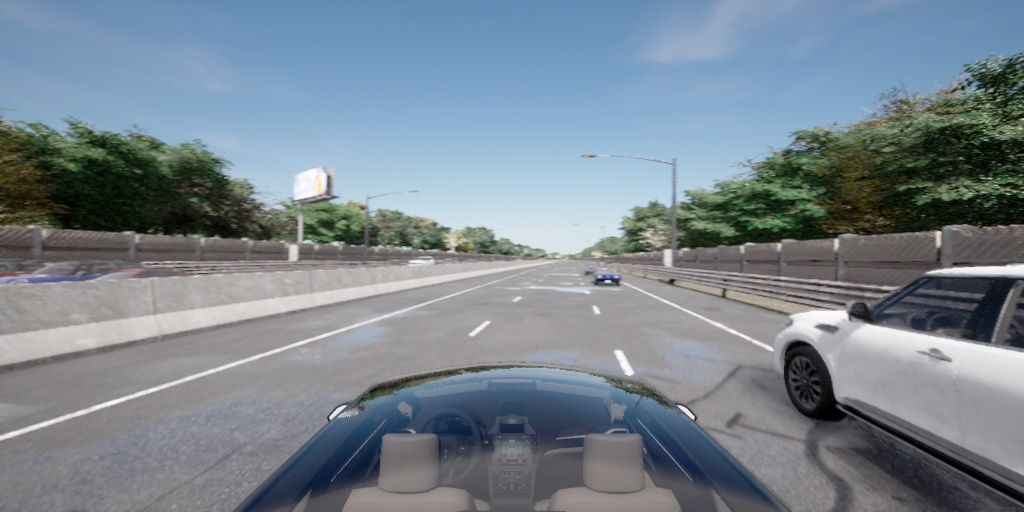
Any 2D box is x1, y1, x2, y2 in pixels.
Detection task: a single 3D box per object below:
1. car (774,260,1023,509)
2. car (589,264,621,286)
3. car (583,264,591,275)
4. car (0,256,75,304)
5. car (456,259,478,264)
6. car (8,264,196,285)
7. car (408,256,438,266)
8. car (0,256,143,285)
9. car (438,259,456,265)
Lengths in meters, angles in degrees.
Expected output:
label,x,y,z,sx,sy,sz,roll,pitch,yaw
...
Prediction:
label,x,y,z,sx,sy,sz,roll,pitch,yaw
car,4.508,1.040,2.713,2.150,2.045,5.566,1,0,9
car,7.375,1.578,28.408,1.895,1.301,4.718,1,0,9
car,9.929,1.661,44.654,2.033,1.411,5.357,1,0,9
car,-19.970,0.879,13.125,2.097,1.767,4.553,1,0,9
car,-6.386,1.302,54.212,2.097,1.767,4.553,1,0,9
car,-13.001,1.144,12.363,1.812,1.442,4.674,1,0,10
car,-13.528,1.071,53.787,2.150,2.045,5.566,1,0,10
car,-16.374,0.929,13.487,2.097,1.767,4.553,1,0,9
car,-9.842,1.258,54.741,2.097,1.767,4.553,1,0,10
